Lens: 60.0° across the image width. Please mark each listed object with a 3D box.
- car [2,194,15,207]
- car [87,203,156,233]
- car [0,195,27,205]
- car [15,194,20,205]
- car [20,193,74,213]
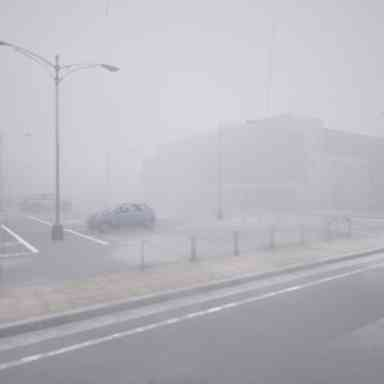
[{"bbox_3d":[-23.742,1.135,46.191,5.027,1.636,2.152,0,0,-35],"label":"car"},{"bbox_3d":[-3.881,1.355,18.245,3.633,1.501,1.845,0,0,-35],"label":"car"},{"bbox_3d":[-27.682,1.214,51.266,3.806,1.475,1.970,0,0,-35],"label":"car"},{"bbox_3d":[-16.414,1.058,35.703,3.866,1.878,1.905,0,0,-35],"label":"car"},{"bbox_3d":[-14.412,1.078,33.557,4.605,1.855,1.932,0,0,-35],"label":"car"}]
